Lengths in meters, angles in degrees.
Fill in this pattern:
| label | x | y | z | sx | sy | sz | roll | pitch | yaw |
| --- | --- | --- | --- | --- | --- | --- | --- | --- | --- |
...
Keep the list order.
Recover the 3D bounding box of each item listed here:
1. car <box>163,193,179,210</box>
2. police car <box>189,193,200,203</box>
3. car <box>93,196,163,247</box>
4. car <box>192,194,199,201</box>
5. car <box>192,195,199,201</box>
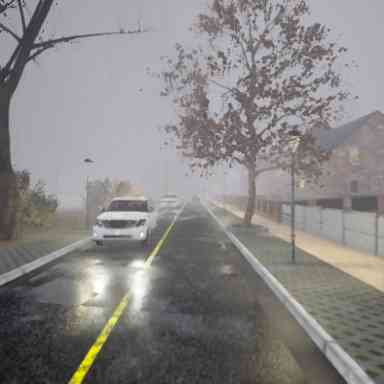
| label | x | y | z | sx | sy | sz | roll | pitch | yaw |
| --- | --- | --- | --- | --- | --- | --- | --- | --- | --- |
| car | -2.843 | 1.195 | 43.697 | 2.150 | 2.045 | 5.566 | 0 | 0 | 0 |
| police car | 0.816 | 1.405 | 71.595 | 1.930 | 1.638 | 5.238 | 0 | 0 | 0 |
| car | -2.801 | 1.209 | 15.395 | 2.150 | 2.045 | 5.566 | 0 | 0 | 1 |
| car | 0.814 | 1.445 | 87.675 | 1.801 | 1.575 | 5.366 | 0 | 0 | 0 |
| car | 0.815 | 1.511 | 81.485 | 1.812 | 1.442 | 4.674 | 0 | 0 | 0 |
